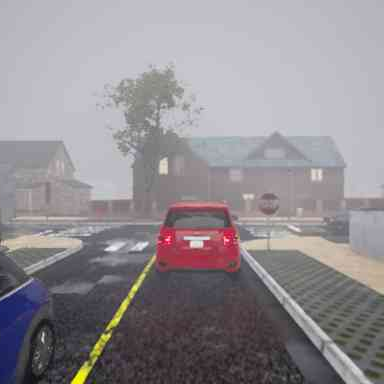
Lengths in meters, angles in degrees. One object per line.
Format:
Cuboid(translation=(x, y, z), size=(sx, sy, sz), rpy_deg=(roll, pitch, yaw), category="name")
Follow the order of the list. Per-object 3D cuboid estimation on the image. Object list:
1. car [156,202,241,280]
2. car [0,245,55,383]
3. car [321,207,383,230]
Cuboid(translation=(0.285, 1.309, 10.364), size=(2.150, 2.045, 5.566), rpy_deg=(0, 0, 4), category="car")
Cuboid(translation=(-2.828, 1.373, 2.399), size=(2.097, 1.767, 4.553), rpy_deg=(0, 0, 0), category="car")
Cuboid(translation=(11.410, 1.689, 21.737), size=(5.357, 1.411, 2.033), rpy_deg=(0, 1, 1), category="car")
